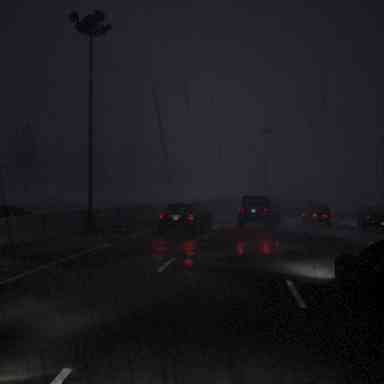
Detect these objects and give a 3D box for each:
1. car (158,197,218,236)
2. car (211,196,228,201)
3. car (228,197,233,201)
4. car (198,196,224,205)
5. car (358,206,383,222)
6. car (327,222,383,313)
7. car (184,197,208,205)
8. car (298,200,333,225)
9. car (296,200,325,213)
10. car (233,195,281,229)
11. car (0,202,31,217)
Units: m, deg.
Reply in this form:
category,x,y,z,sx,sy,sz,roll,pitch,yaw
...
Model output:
category,x,y,z,sx,sy,sz,roll,pitch,yaw
car,-0.217,1.347,18.805,2.097,1.767,4.553,0,0,16
car,5.776,1.559,56.333,2.033,1.411,5.357,0,0,44
car,8.499,1.550,54.061,1.812,1.442,4.674,0,0,44
car,3.393,1.527,58.837,1.812,1.442,4.674,0,0,44
car,11.458,1.570,20.606,1.812,1.442,4.674,0,0,21
car,4.144,1.542,6.047,1.812,1.442,4.674,0,0,6
car,0.782,1.553,61.165,1.994,1.385,4.181,0,0,44
car,9.047,1.581,23.973,2.033,1.411,5.357,0,0,24
car,13.741,1.614,38.439,1.994,1.385,4.181,0,0,36
car,4.627,1.234,22.375,2.150,2.045,5.566,0,0,21
car,-11.319,1.453,18.784,1.837,1.490,4.892,0,0,15
